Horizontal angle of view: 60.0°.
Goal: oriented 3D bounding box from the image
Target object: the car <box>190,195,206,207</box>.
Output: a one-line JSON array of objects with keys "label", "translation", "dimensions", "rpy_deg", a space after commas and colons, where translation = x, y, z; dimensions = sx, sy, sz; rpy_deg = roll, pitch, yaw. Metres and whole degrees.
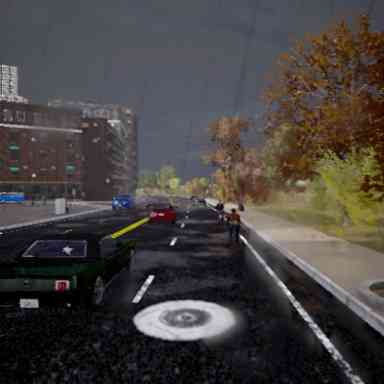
[{"label": "car", "translation": [1.163, 1.458, 52.206], "dimensions": [2.128, 1.511, 4.902], "rpy_deg": [0, 0, -1]}]

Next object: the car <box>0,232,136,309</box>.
[{"label": "car", "translation": [-2.660, 1.607, 7.880], "dimensions": [1.895, 1.301, 4.718], "rpy_deg": [0, 0, 3]}]

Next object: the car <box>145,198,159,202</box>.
[{"label": "car", "translation": [-5.338, 1.545, 46.151], "dimensions": [2.033, 1.411, 5.357], "rpy_deg": [0, 0, 0]}]

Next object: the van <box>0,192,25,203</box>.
[{"label": "van", "translation": [-29.925, 0.979, 55.259], "dimensions": [3.998, 1.788, 1.690], "rpy_deg": [1, -1, -30]}]

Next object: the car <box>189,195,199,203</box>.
[{"label": "car", "translation": [0.477, 1.430, 71.108], "dimensions": [1.882, 1.535, 5.008], "rpy_deg": [0, 0, -3]}]

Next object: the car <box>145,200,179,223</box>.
[{"label": "car", "translation": [-2.101, 1.563, 25.381], "dimensions": [1.994, 1.385, 4.181], "rpy_deg": [0, 0, 1]}]

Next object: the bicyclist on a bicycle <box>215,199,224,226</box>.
[{"label": "bicyclist on a bicycle", "translation": [1.884, 1.356, 22.416], "dimensions": [0.659, 1.776, 1.843], "rpy_deg": [0, 0, 1]}]

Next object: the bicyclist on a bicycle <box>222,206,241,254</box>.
[{"label": "bicyclist on a bicycle", "translation": [1.577, 1.443, 12.488], "dimensions": [0.582, 1.620, 1.656], "rpy_deg": [0, 0, 2]}]

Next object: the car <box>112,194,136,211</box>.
[{"label": "car", "translation": [-8.580, 1.237, 42.354], "dimensions": [2.150, 2.045, 5.566], "rpy_deg": [0, 0, 0]}]
